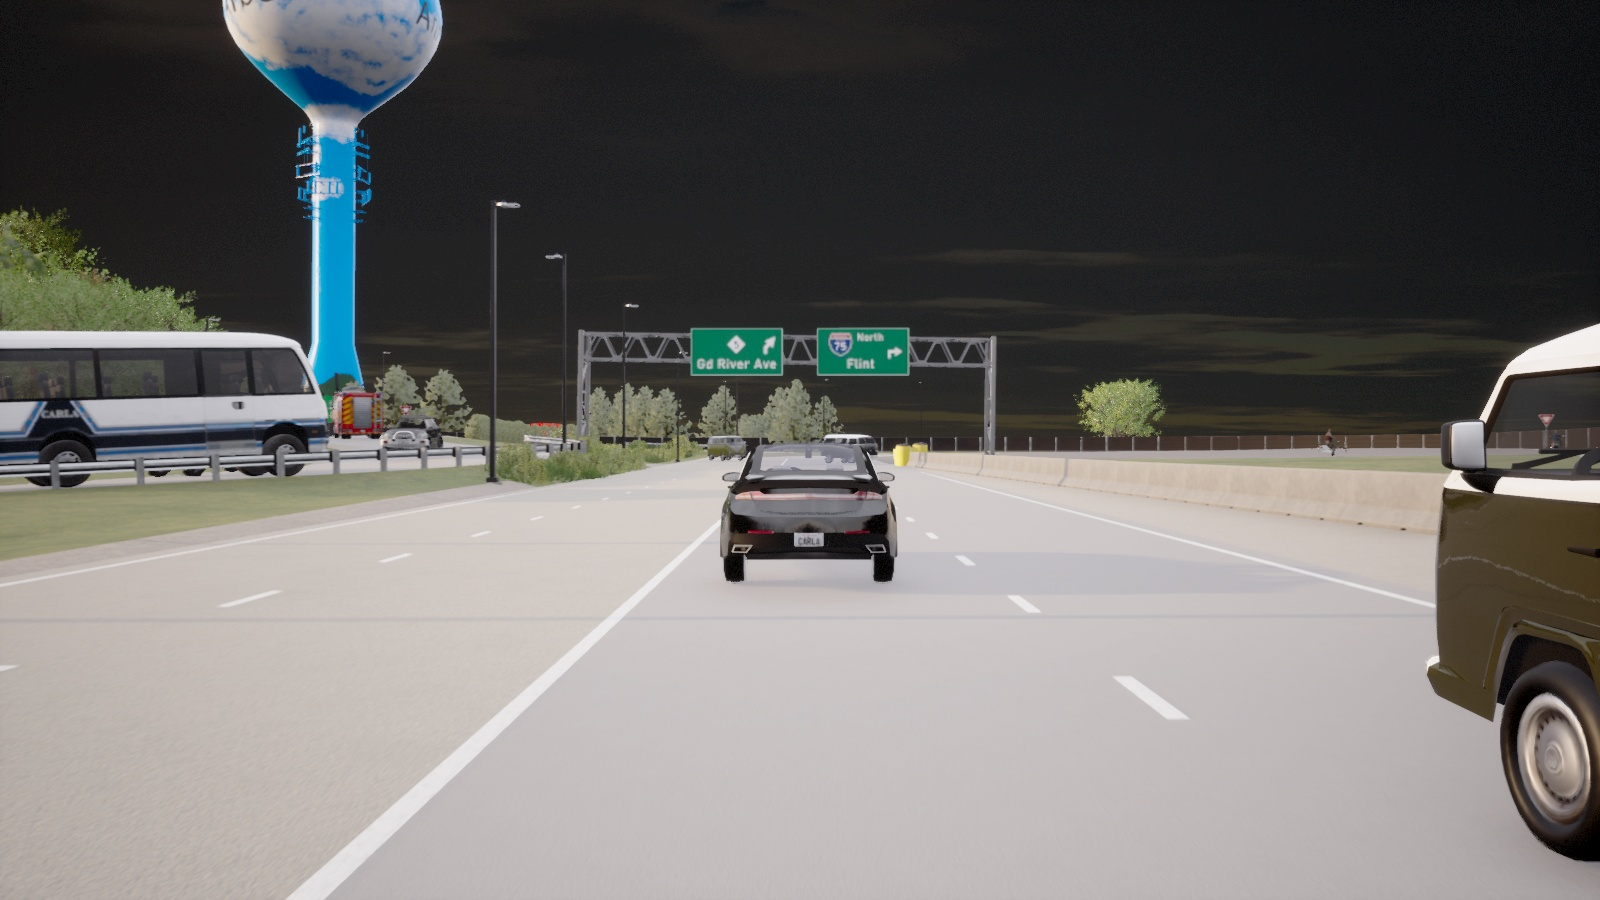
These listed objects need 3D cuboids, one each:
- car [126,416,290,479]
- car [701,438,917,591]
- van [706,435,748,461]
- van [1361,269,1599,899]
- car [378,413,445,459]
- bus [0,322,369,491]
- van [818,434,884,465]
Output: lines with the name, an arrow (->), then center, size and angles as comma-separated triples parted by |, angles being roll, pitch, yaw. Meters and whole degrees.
car -> -19.263, -0.135, 41.083 | 1.932, 1.855, 4.605 | 0, 2, 26
car -> 0.100, 0.622, 14.838 | 2.128, 1.511, 4.902 | 0, 0, 0
van -> -5.728, -0.137, 98.186 | 1.775, 1.987, 4.442 | 0, 0, -25
van -> 3.535, 0.455, 3.373 | 2.069, 2.038, 4.480 | 0, 0, 0
car -> -16.759, -0.637, 54.399 | 1.932, 1.855, 4.605 | 0, 2, -7
bus -> -18.296, -1.263, 35.963 | 10.273, 4.253, 3.944 | -4, 0, -41
van -> 3.476, -0.069, 86.939 | 2.069, 2.038, 4.480 | -1, 1, -40
